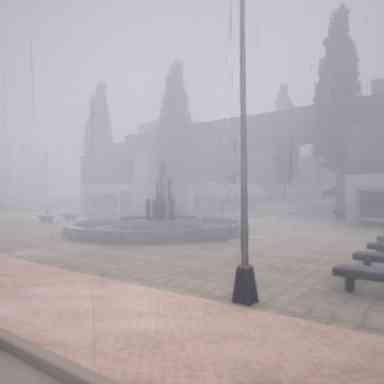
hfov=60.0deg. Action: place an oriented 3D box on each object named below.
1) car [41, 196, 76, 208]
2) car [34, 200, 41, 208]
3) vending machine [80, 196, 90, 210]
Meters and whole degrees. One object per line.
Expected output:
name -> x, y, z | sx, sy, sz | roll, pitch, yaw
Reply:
car -> -23.656, 1.802, 60.219 | 2.150, 2.045, 5.566 | -1, -1, 32
car -> -26.604, 1.843, 62.351 | 2.150, 2.045, 5.566 | -1, -1, 32
vending machine -> -16.191, 1.648, 50.123 | 1.100, 2.100, 0.880 | -1, 0, 23
